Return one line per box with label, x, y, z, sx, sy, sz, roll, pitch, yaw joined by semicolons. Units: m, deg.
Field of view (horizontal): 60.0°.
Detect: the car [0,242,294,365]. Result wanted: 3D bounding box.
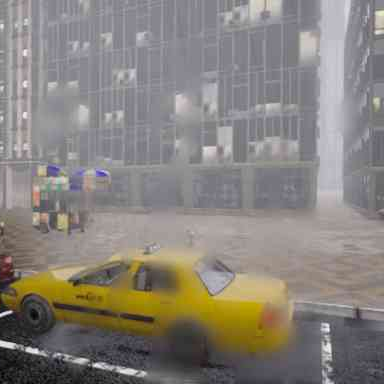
car;-0.870;1.527;5.461;4.829;1.417;1.752;0;0;21
